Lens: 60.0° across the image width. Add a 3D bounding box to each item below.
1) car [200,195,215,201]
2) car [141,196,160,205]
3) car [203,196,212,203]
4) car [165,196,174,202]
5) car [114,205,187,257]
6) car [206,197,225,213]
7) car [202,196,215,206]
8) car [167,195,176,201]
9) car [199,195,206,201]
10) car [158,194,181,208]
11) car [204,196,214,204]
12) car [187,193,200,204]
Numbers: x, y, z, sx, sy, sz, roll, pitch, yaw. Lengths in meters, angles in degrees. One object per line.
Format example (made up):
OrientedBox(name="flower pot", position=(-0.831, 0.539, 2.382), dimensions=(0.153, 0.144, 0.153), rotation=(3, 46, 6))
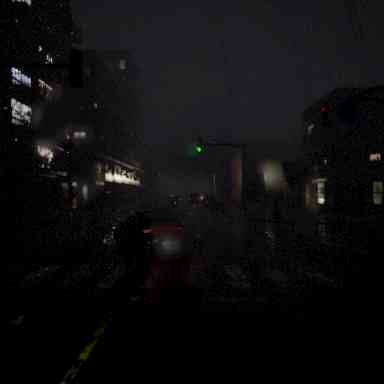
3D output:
OrientedBox(name="car", position=(2.863, 1.361, 53.947), dimensions=(2.192, 1.841, 5.009), rotation=(0, 0, 0))
OrientedBox(name="car", position=(-5.555, 1.557, 42.723), dimensions=(1.752, 1.417, 4.829), rotation=(0, 0, 0))
OrientedBox(name="car", position=(3.376, 1.584, 73.128), dimensions=(1.837, 1.490, 4.892), rotation=(0, 0, 0))
OrientedBox(name="car", position=(-5.431, 1.642, 81.669), dimensions=(1.887, 1.381, 4.507), rotation=(0, 0, 0))
OrientedBox(name="car", position=(-1.761, 1.478, 12.990), dimensions=(2.128, 1.511, 4.902), rotation=(1, 0, -23))
OrientedBox(name="car", position=(2.810, 1.551, 37.499), dimensions=(1.752, 1.417, 4.829), rotation=(0, 0, 0))
OrientedBox(name="car", position=(2.844, 1.620, 48.407), dimensions=(1.802, 1.307, 4.206), rotation=(0, 0, 0))
OrientedBox(name="car", position=(-5.413, 1.550, 87.207), dimensions=(1.967, 1.590, 4.097), rotation=(0, 0, 0))
OrientedBox(name="car", position=(2.985, 1.648, 92.891), dimensions=(1.752, 1.417, 4.829), rotation=(0, 0, 0))
OrientedBox(name="car", position=(-2.952, 1.385, 43.838), dimensions=(2.097, 1.767, 4.553), rotation=(0, 0, 0))
OrientedBox(name="car", position=(3.356, 1.591, 66.128), dimensions=(1.812, 1.442, 4.674), rotation=(0, 0, 0))
OrientedBox(name="car", position=(0.203, 1.285, 64.590), dimensions=(2.150, 2.045, 5.566), rotation=(0, 0, 0))
